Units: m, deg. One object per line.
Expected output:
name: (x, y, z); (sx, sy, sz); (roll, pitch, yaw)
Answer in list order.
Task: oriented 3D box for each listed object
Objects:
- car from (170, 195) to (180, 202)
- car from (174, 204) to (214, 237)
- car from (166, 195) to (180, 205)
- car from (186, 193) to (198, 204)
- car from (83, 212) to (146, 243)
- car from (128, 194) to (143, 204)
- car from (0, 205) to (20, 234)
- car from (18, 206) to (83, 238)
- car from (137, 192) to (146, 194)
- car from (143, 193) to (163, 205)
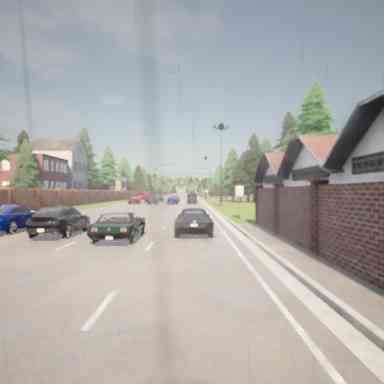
car: (-3.497, 1.348, 70.047); (1.812, 1.442, 4.674); (0, 0, 0)
car: (0.100, 1.558, 17.964); (1.994, 1.385, 4.181); (0, 0, 0)
car: (-3.497, 1.457, 59.628); (1.882, 1.535, 5.008); (0, 0, 0)
car: (0.003, 1.470, 60.781); (2.128, 1.511, 4.902); (0, 0, 0)
car: (-3.400, 1.595, 15.906); (1.895, 1.301, 4.718); (0, 0, 0)
car: (-10.497, 1.505, 60.781); (1.812, 1.442, 4.674); (0, 0, 0)
car: (-10.399, 1.471, 19.040); (1.882, 1.535, 5.008); (0, 0, 0)
car: (-6.899, 1.499, 17.572); (1.837, 1.490, 4.892); (0, 0, 0)
car: (-10.497, 1.116, 70.908); (2.150, 2.045, 5.566); (0, 0, 0)
car: (-6.997, 1.471, 59.628); (2.128, 1.511, 4.902); (0, 0, 0)
